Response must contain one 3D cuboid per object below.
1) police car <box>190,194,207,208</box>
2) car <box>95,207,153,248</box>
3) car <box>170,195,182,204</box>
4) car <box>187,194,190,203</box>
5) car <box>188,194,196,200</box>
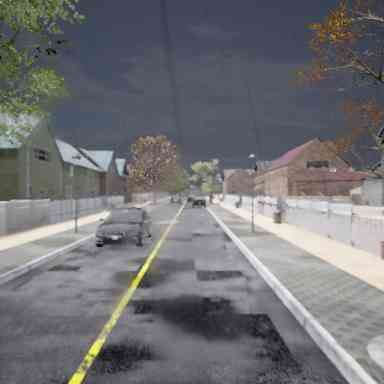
[{"bbox_3d":[0.995,1.273,46.213,1.930,1.638,5.238,0,0,0],"label":"police car"},{"bbox_3d":[-2.838,1.453,14.699,1.837,1.490,4.892,0,0,0],"label":"car"},{"bbox_3d":[-2.756,1.307,57.205,2.128,1.511,4.902,0,0,1],"label":"car"},{"bbox_3d":[0.045,1.277,63.941,1.882,1.535,5.008,0,0,0],"label":"car"},{"bbox_3d":[0.056,1.140,79.328,1.812,1.442,4.674,0,0,0],"label":"car"}]
